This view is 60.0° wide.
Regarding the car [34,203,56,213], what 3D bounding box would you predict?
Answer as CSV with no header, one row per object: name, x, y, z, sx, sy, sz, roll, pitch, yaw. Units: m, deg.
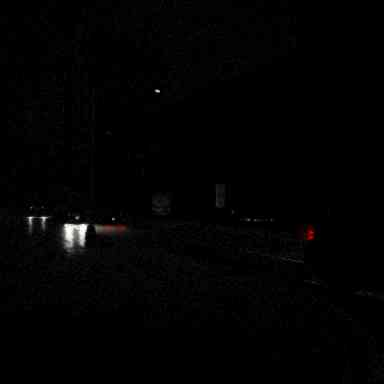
car,-22.308,2.419,50.385,2.033,1.411,5.357,2,-2,-35

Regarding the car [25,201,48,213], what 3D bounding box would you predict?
car,-20.138,1.873,42.403,1.837,1.490,4.892,2,-2,-35

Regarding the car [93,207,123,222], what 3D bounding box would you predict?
car,-7.998,2.030,30.172,1.895,1.301,4.718,2,-2,-35

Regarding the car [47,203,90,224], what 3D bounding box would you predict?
car,-10.649,1.864,28.832,2.128,1.511,4.902,2,-2,-35

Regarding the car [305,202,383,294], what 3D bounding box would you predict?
car,5.014,1.244,6.709,2.150,2.045,5.566,1,-1,-35
